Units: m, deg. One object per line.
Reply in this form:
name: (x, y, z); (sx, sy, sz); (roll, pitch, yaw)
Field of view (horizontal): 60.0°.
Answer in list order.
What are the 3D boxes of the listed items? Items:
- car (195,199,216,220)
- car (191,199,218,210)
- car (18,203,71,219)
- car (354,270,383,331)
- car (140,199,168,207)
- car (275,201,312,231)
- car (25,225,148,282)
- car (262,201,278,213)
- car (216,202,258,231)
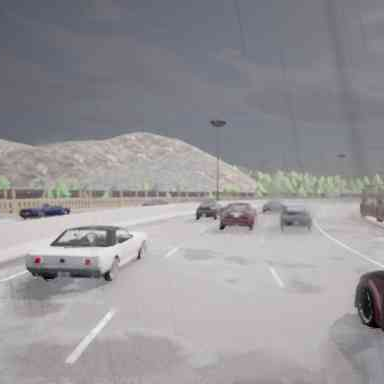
car: (1.745, 1.641, 29.324); (1.837, 1.490, 4.892); (0, 0, 19)
car: (1.811, 1.722, 47.384); (1.837, 1.490, 4.892); (0, -1, 29)
car: (-13.046, 1.661, 29.607); (1.895, 1.301, 4.718); (0, 0, 17)
car: (3.869, 1.604, 4.376); (1.994, 1.385, 4.181); (0, 0, 3)
car: (-4.708, 1.663, 42.051); (1.837, 1.490, 4.892); (0, -1, 24)
car: (6.712, 1.621, 21.746); (2.128, 1.511, 4.902); (0, 0, 15)
car: (-2.706, 1.630, 9.876); (1.895, 1.301, 4.718); (0, 0, 6)
car: (9.807, 1.770, 39.686); (2.033, 1.411, 5.357); (0, 0, 27)
car: (3.188, 1.464, 22.011); (2.097, 1.767, 4.553); (0, 0, 14)
